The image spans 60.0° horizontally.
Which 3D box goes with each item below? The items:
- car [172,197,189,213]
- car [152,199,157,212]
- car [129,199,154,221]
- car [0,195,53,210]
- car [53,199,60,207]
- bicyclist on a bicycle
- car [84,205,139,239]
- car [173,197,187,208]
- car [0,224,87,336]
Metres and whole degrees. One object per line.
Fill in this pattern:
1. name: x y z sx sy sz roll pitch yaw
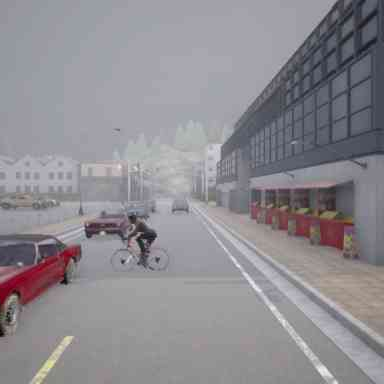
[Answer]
1. car: -1.308 1.547 37.299 2.033 1.411 5.357 0 0 -2
2. car: -4.857 1.491 35.872 2.128 1.511 4.902 0 0 -2
3. car: -4.495 1.564 27.243 1.994 1.385 4.181 0 0 -2
4. car: -19.079 1.169 37.848 5.027 1.636 2.152 0 0 -2
5. car: -19.650 1.247 44.248 3.806 1.475 1.970 0 0 -2
6. bicyclist on a bicycle: -1.474 1.452 9.347 1.656 1.620 0.582 -2 0 -2
7. car: -4.221 1.601 17.625 1.895 1.301 4.718 0 0 -2
8. car: -1.753 1.504 48.209 1.837 1.490 4.892 0 0 -2
9. car: -3.805 1.601 6.760 1.895 1.301 4.718 0 0 -2
